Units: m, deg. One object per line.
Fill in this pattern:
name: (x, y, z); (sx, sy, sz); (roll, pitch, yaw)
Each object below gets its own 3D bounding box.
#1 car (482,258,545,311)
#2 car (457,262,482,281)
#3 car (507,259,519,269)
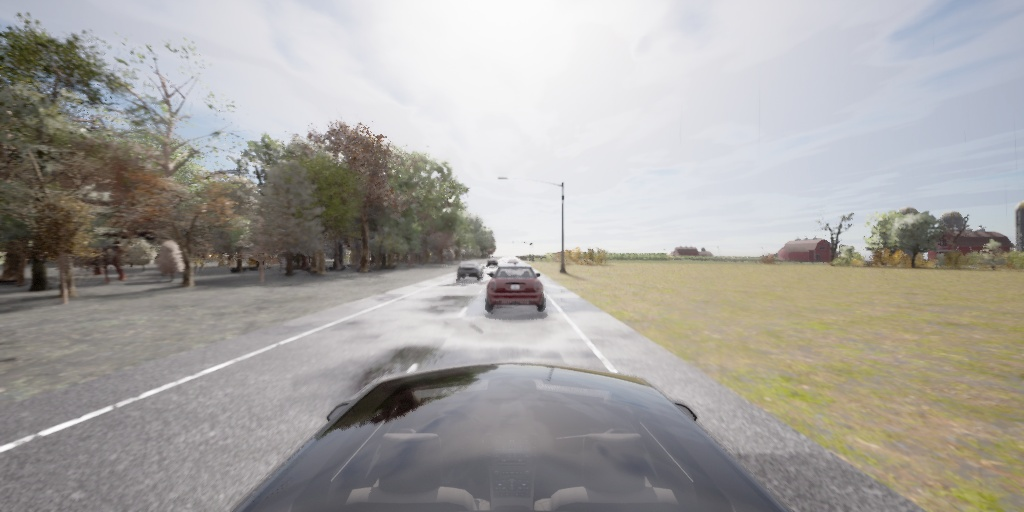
car: (0.116, 1.085, 14.513); (2.097, 1.767, 4.553); (0, 0, 0)
car: (-3.366, 1.208, 29.501); (1.837, 1.490, 4.892); (0, 0, 0)
car: (0.158, 1.185, 54.115); (1.812, 1.442, 4.674); (0, 0, 0)
